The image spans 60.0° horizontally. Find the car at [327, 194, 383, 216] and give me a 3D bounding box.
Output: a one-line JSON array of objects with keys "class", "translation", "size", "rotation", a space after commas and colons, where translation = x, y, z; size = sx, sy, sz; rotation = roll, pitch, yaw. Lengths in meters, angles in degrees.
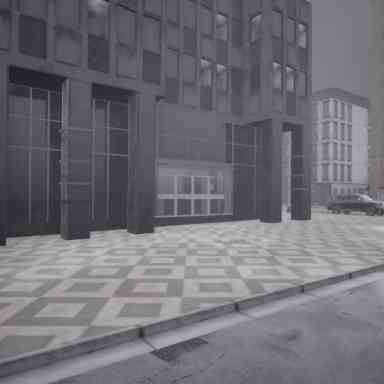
[{"class": "car", "translation": [15.795, 1.190, 31.887], "size": [2.150, 2.045, 5.566], "rotation": [1, -1, -36]}]
